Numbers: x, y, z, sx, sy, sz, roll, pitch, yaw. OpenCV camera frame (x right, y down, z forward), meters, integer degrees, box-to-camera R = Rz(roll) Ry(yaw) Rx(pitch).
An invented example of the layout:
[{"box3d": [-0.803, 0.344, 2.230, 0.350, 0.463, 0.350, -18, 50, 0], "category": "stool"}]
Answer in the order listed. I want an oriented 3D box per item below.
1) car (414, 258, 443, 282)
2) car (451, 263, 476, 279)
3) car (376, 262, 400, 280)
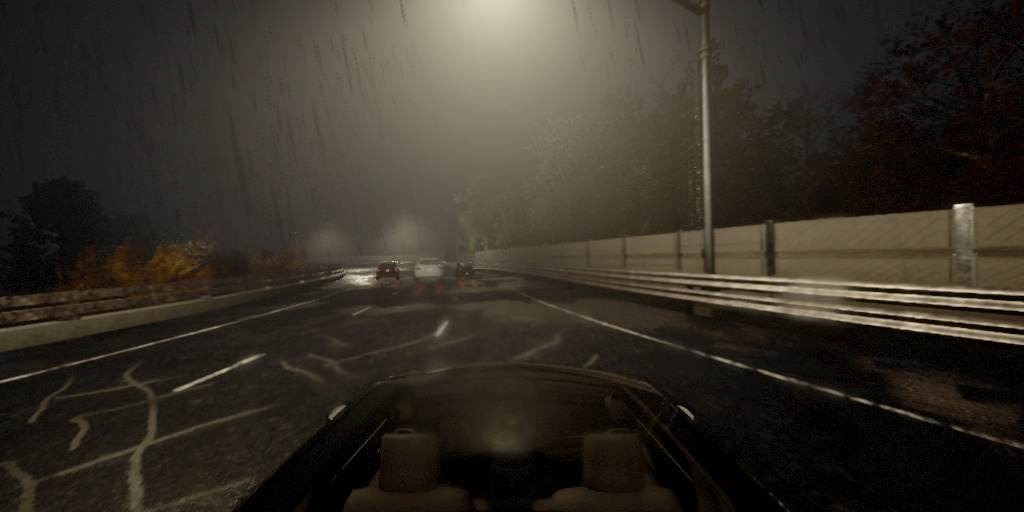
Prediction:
[{"box3d": [-7.385, 1.184, 31.679, 2.150, 2.045, 5.566, -1, 0, -15], "category": "car"}, {"box3d": [-4.897, 1.423, 35.627, 2.128, 1.511, 4.902, -1, 0, -18], "category": "car"}, {"box3d": [-12.414, 1.412, 35.951, 2.097, 1.767, 4.553, -1, 0, -18], "category": "car"}]
